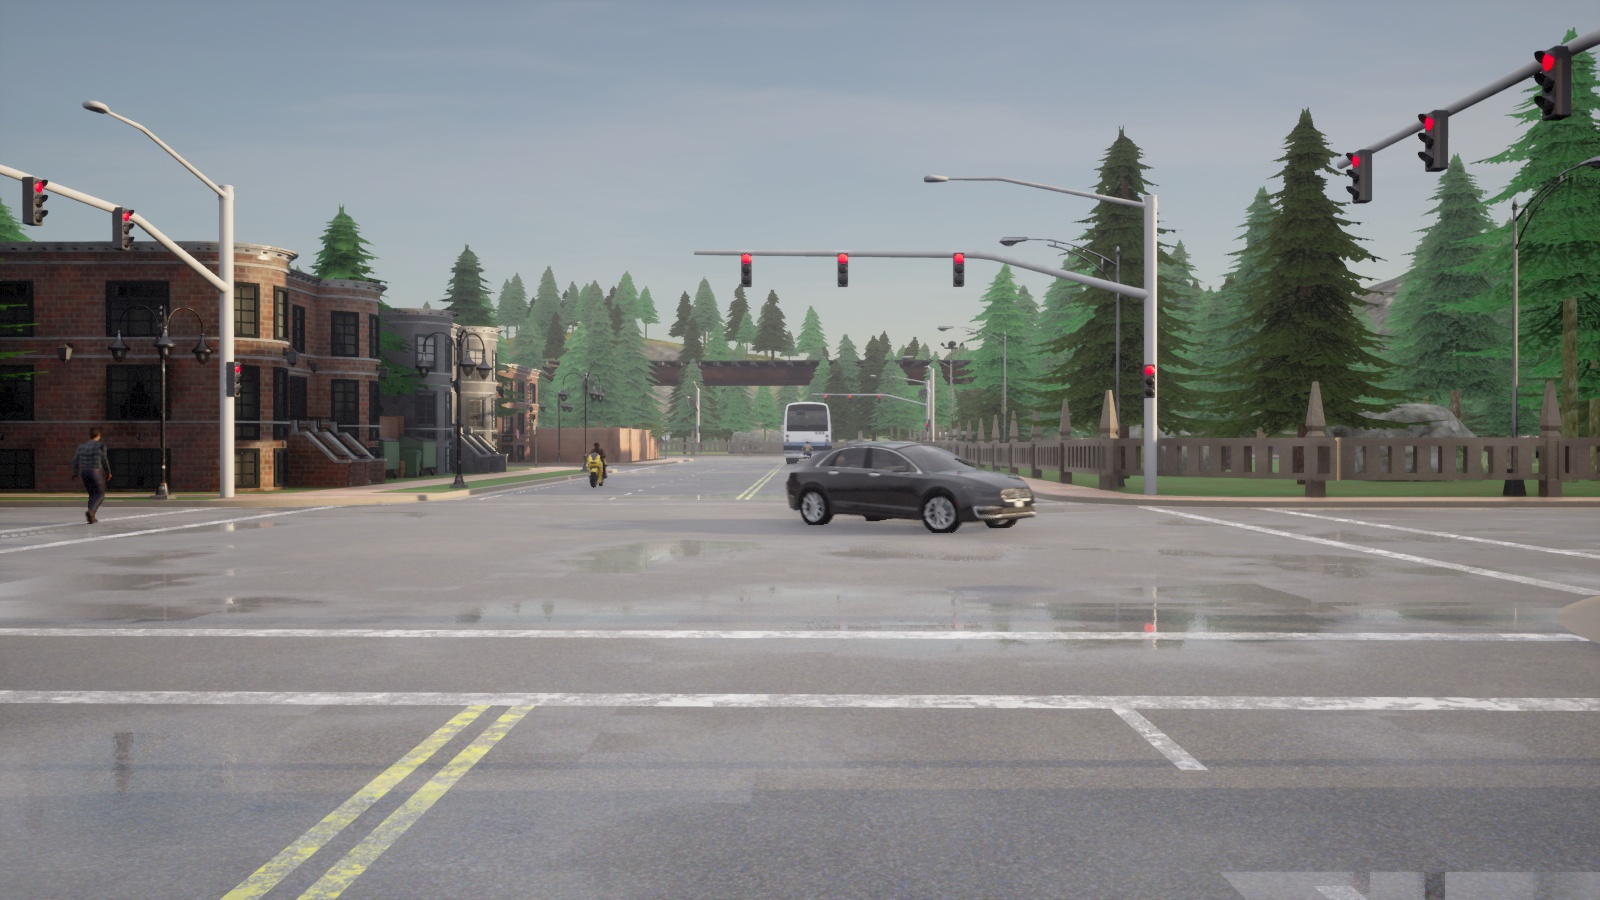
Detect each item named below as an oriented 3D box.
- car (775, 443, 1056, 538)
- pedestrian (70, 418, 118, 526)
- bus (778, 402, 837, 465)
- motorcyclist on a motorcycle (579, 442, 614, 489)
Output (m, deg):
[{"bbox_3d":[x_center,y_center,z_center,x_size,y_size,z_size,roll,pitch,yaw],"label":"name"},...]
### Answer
[{"bbox_3d":[1.925,0.628,22.188,4.892,1.490,1.837,0,1,44],"label":"car"},{"bbox_3d":[-13.035,0.394,23.189,0.423,1.949,0.788,0,0,2],"label":"pedestrian"},{"bbox_3d":[0.524,-1.136,89.810,3.944,4.253,10.273,0,0,0],"label":"bus"},{"bbox_3d":[-6.749,0.488,41.704,0.797,1.523,2.044,0,0,0],"label":"motorcyclist on a motorcycle"}]
